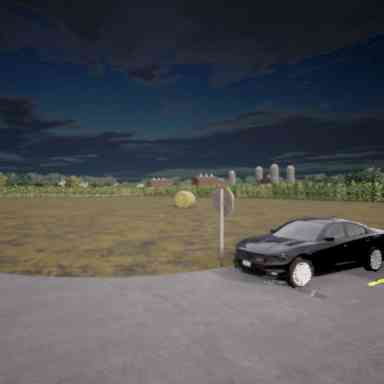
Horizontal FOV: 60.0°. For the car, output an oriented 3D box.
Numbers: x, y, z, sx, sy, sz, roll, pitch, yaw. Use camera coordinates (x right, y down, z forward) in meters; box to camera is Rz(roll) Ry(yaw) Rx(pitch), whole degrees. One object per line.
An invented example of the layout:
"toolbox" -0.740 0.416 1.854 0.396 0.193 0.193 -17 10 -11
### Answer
"car" 3.438 1.456 9.316 5.008 1.535 1.882 0 1 -32
